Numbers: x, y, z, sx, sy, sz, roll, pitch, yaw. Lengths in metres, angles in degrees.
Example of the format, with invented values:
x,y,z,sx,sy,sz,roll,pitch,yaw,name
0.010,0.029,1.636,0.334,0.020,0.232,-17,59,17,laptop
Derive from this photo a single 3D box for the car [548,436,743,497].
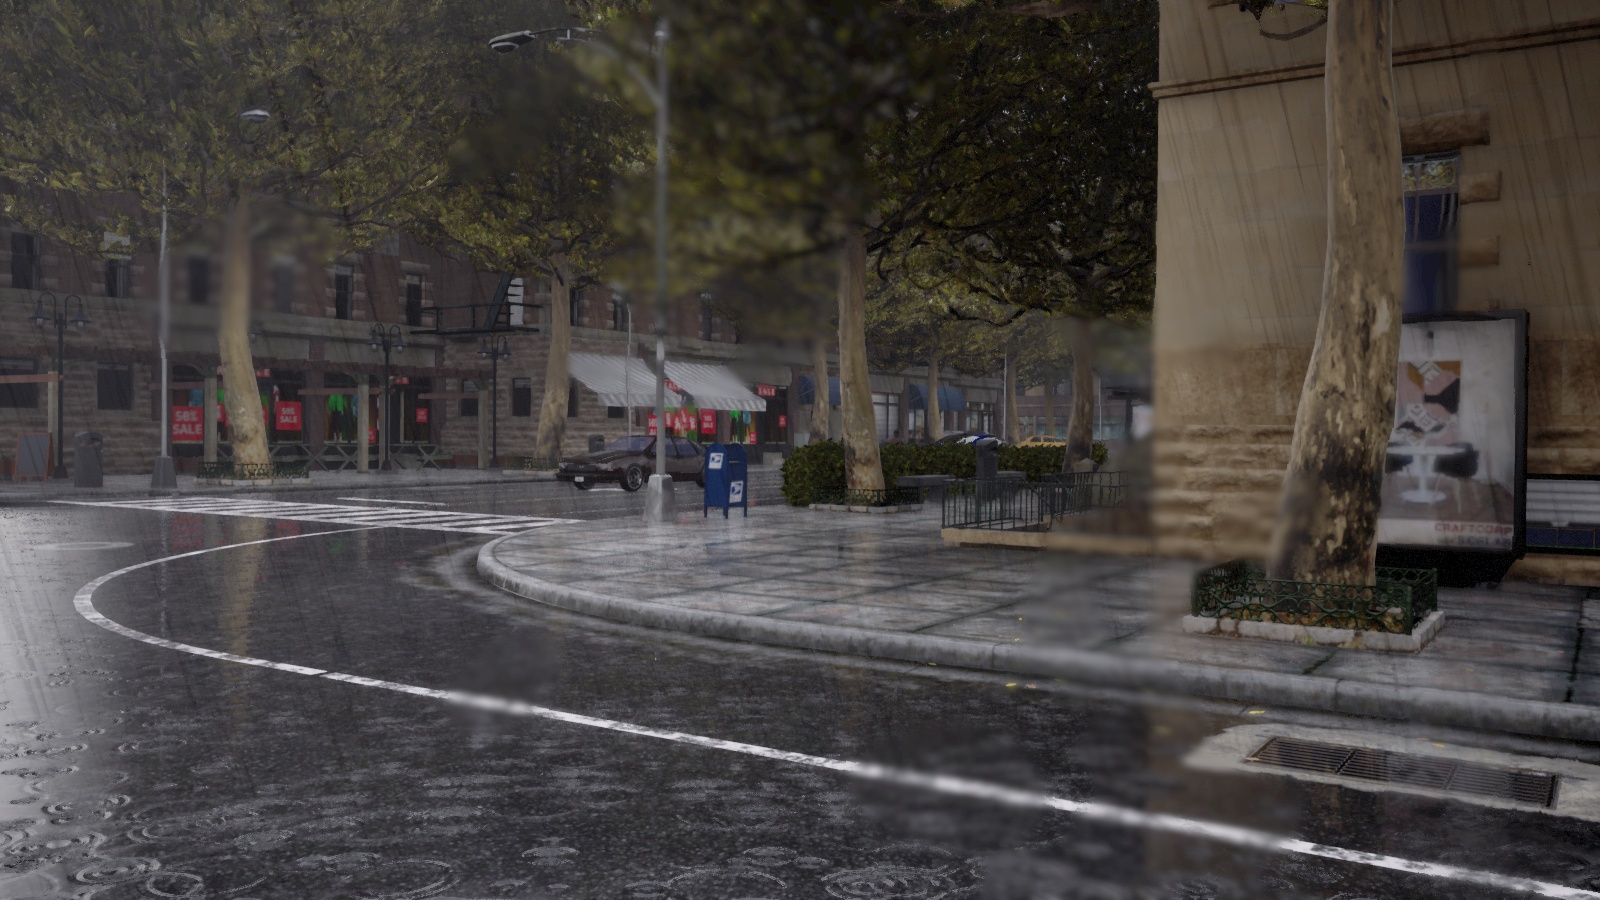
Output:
x,y,z,sx,sy,sz,roll,pitch,yaw,name
-3.879,0.368,32.640,2.033,1.411,5.357,0,1,33,car

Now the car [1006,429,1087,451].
x,y,z,sx,sy,sz,roll,pitch,yaw,name
17.662,-0.719,90.086,5.366,1.575,1.801,0,1,32,car

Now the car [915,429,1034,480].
x,y,z,sx,sy,sz,roll,pitch,yaw,name
5.781,0.097,41.027,1.882,1.535,5.008,0,1,33,car
